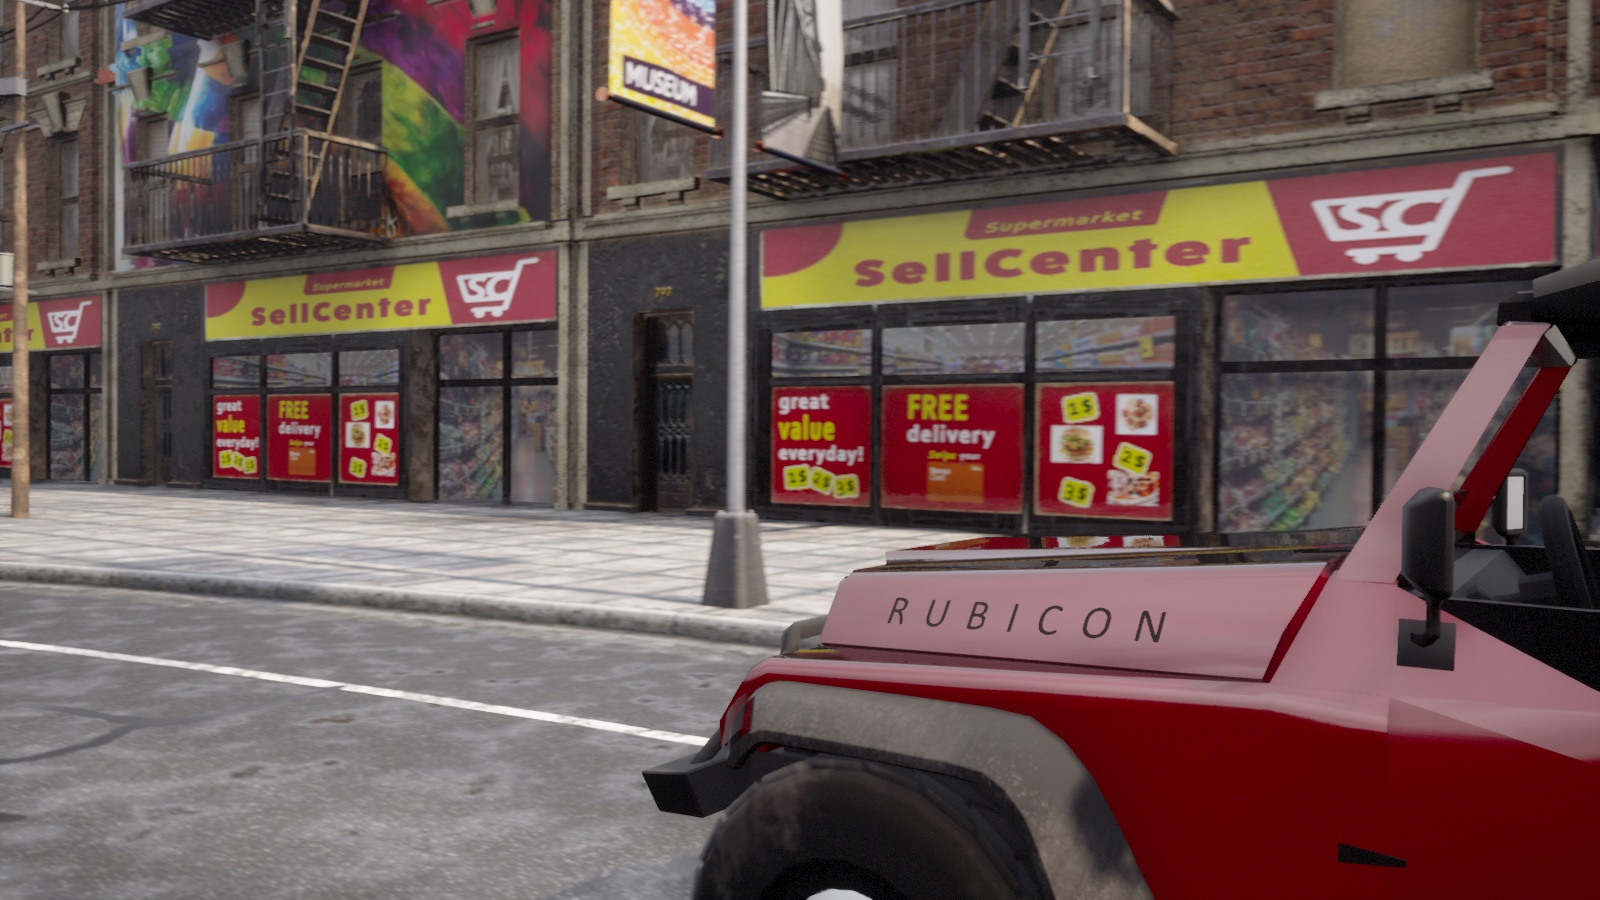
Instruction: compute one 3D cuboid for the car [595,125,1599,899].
[{"bbox_3d":[1.697,0.477,2.490,3.866,1.878,1.905,0,1,34],"label":"car"}]
